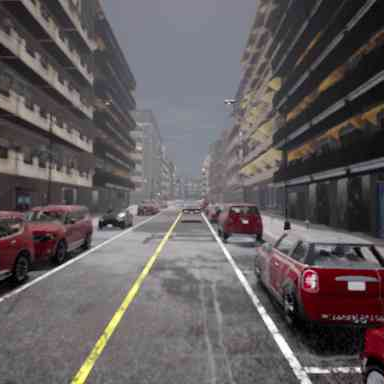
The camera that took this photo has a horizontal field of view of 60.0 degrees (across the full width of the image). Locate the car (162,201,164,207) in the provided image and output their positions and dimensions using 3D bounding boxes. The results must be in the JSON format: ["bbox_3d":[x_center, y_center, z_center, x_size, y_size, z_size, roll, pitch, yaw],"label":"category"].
[{"bbox_3d":[-5.347,2.117,45.933,1.887,1.381,4.507,1,-1,0],"label":"car"}]

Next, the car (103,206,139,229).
[{"bbox_3d":[-5.323,1.848,23.813,1.947,1.339,4.313,1,-1,0],"label":"car"}]

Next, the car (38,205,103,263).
[{"bbox_3d":[-5.304,1.464,12.754,2.192,1.841,5.009,1,-1,0],"label":"car"}]

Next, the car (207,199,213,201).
[{"bbox_3d":[2.498,1.964,51.420,2.192,1.841,5.009,1,-1,0],"label":"car"}]

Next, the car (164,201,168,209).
[{"bbox_3d":[-5.366,2.392,62.524,1.802,1.307,4.206,1,-1,0],"label":"car"}]

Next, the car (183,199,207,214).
[{"bbox_3d":[-0.031,1.497,29.762,2.128,1.511,4.902,0,-1,0],"label":"car"}]

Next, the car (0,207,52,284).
[{"bbox_3d":[-5.298,1.399,7.225,2.192,1.841,5.009,1,-1,0],"label":"car"}]

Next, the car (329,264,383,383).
[{"bbox_3d":[2.583,1.565,1.639,1.887,1.381,4.507,1,-1,0],"label":"car"}]

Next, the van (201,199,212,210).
[{"bbox_3d":[2.491,2.070,56.951,1.690,1.788,3.998,1,-1,0],"label":"van"}]

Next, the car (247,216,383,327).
[{"bbox_3d":[2.586,1.524,7.172,1.967,1.590,4.097,1,-1,0],"label":"car"}]

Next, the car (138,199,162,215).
[{"bbox_3d":[-5.335,1.811,40.405,2.192,1.841,5.009,1,-1,0],"label":"car"}]

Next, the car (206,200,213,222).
[{"bbox_3d":[2.520,1.792,29.295,1.967,1.590,4.097,1,-1,0],"label":"car"}]

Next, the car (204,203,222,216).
[{"bbox_3d":[2.505,2.078,40.355,1.802,1.307,4.206,1,-1,0],"label":"car"}]

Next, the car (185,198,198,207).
[{"bbox_3d":[-0.064,1.900,60.474,2.163,1.488,4.792,0,-1,0],"label":"car"}]

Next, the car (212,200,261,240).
[{"bbox_3d":[2.535,1.529,18.234,2.192,1.841,5.009,1,-1,0],"label":"car"}]
